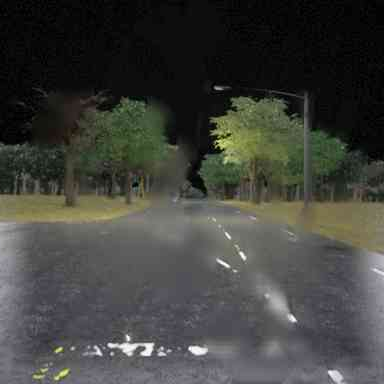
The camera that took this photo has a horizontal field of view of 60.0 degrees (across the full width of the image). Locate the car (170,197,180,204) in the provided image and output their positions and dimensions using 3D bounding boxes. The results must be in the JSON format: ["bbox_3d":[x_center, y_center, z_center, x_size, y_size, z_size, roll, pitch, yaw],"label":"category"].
[{"bbox_3d":[-3.387,1.683,66.048,2.128,1.511,4.902,0,0,0],"label":"car"}]
